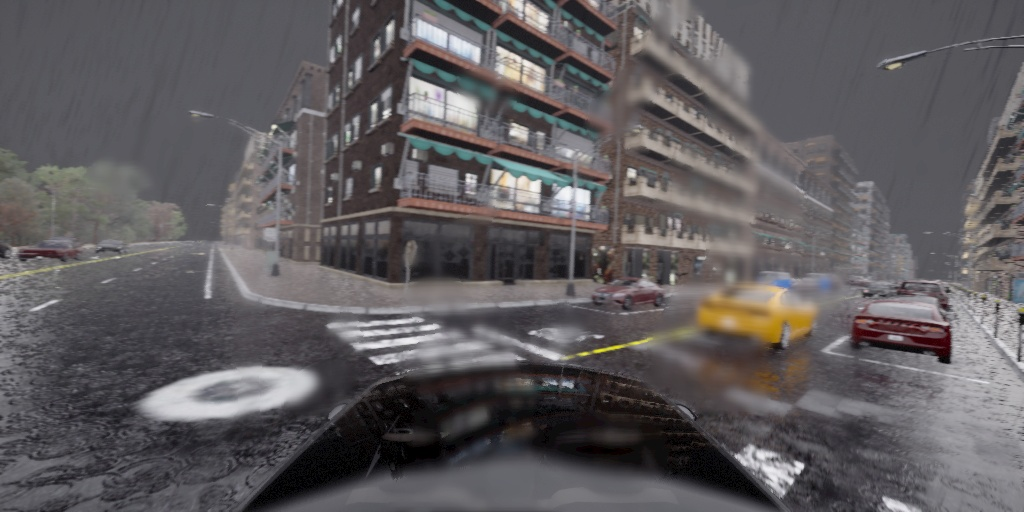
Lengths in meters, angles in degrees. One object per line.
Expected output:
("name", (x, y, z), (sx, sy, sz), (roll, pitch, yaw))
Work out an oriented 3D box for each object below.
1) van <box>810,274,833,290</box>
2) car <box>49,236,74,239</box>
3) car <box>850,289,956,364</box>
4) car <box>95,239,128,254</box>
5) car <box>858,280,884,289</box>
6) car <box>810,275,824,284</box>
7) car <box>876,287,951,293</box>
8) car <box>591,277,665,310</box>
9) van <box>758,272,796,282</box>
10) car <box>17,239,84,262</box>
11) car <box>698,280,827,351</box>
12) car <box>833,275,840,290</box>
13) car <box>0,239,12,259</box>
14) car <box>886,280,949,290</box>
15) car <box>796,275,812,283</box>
("van", (35.413, 3.018, 41.543), (3.998, 1.789, 1.690), (0, 0, -40))
("car", (-44.269, -1.227, 35.424), (1.994, 1.385, 4.181), (2, 1, -40))
("car", (10.691, 1.878, 9.853), (4.507, 1.381, 1.888), (0, 0, -40))
("car", (-41.774, -0.993, 37.498), (1.837, 1.490, 4.892), (2, 1, -40))
("car", (31.816, 3.081, 30.995), (4.718, 1.301, 1.895), (3, 0, -40))
("car", (31.088, 3.023, 37.893), (4.207, 1.307, 1.802), (0, 0, -40))
("car", (14.762, 2.120, 13.274), (4.313, 1.339, 1.948), (0, 0, -40))
("car", (5.335, 1.622, 16.250), (4.207, 1.307, 1.802), (0, 0, -40))
("van", (22.425, 2.309, 30.609), (3.998, 1.789, 1.690), (0, 0, -40))
("car", (-30.729, -0.294, 24.000), (1.895, 1.301, 4.718), (2, 1, -40))
("car", (7.361, 1.628, 10.553), (5.008, 1.535, 1.882), (3, 0, -39))
("car", (39.727, 3.228, 45.205), (5.009, 1.841, 2.192), (0, 0, -40))
("car", (-33.565, -0.528, 22.342), (1.882, 1.535, 5.008), (2, 1, -39))
("car", (23.426, 2.339, 20.554), (5.009, 1.841, 2.192), (0, 0, -40))
("car", (26.757, 2.786, 34.250), (4.207, 1.307, 1.802), (0, 0, -40))
